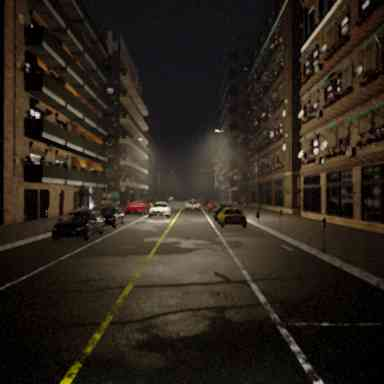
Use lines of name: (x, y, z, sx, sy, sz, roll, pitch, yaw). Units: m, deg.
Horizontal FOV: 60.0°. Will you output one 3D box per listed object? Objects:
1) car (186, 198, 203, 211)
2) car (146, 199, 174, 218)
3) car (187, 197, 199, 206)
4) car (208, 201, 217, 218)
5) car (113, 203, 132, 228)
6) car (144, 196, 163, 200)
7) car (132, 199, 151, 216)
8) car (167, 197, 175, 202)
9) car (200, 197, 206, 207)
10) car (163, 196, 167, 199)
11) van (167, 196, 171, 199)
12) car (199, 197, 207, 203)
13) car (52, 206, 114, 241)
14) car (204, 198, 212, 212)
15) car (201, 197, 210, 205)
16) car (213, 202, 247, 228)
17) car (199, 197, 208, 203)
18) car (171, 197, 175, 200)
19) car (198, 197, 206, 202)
car: (0.102, 1.812, 45.386, 1.895, 1.301, 4.718, 0, 0, 0)
car: (-2.999, 1.710, 31.886, 1.812, 1.442, 4.674, 0, 0, 0)
car: (0.103, 1.778, 62.013, 2.128, 1.511, 4.902, 0, 0, 0)
car: (2.693, 1.699, 28.423, 1.947, 1.339, 4.313, 0, 0, 0)
car: (-5.688, 1.657, 22.791, 2.008, 1.369, 4.403, 0, 0, 0)
car: (-5.686, 1.526, 45.337, 2.192, 1.841, 5.009, 0, 0, 0)
car: (-5.687, 1.703, 34.063, 1.887, 1.381, 4.507, 0, 0, 0)
car: (-5.685, 1.971, 90.425, 2.008, 1.369, 4.403, 0, 0, 0)
car: (2.695, 1.845, 56.604, 1.802, 1.307, 4.206, 0, 0, 0)
car: (-5.686, 1.787, 56.438, 1.752, 1.417, 4.829, 0, 0, 0)
van: (-5.685, 1.656, 67.881, 1.690, 1.788, 3.998, 0, 0, 0)
car: (2.695, 1.938, 84.784, 1.887, 1.381, 4.507, 0, 0, 0)
car: (-5.688, 1.631, 17.154, 2.008, 1.369, 4.403, 0, 0, 0)
car: (2.694, 1.767, 39.695, 1.802, 1.307, 4.206, 0, 0, 0)
car: (2.694, 1.841, 68.047, 1.752, 1.417, 4.829, 0, 0, 0)
car: (2.694, 1.633, 22.956, 1.752, 1.417, 4.829, 0, 0, 0)
car: (2.695, 1.933, 79.148, 1.947, 1.339, 4.313, 0, 0, 0)
car: (-5.685, 1.944, 84.789, 2.008, 1.369, 4.403, 0, 0, 0)
car: (2.695, 2.002, 90.421, 1.802, 1.307, 4.206, 0, 0, 0)
